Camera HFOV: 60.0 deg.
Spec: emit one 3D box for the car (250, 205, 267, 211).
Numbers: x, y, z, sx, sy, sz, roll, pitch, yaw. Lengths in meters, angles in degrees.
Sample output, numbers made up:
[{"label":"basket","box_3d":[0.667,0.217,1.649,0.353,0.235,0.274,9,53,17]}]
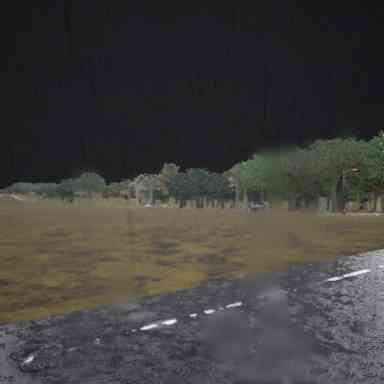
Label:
[{"label":"car","box_3d":[15.548,3.739,77.915,1.812,1.442,4.674,2,-3,-33]}]
